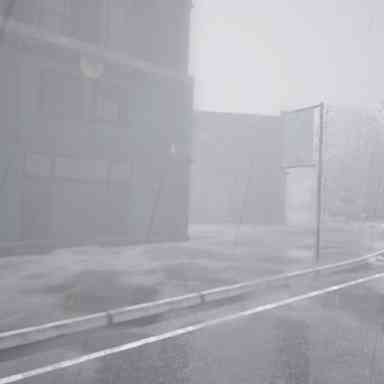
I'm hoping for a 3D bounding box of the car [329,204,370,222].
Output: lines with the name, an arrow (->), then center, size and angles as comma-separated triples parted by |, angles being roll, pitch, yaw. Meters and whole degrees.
car -> 14.667, 1.864, 31.166 | 2.128, 1.511, 4.902 | 2, -1, -3
